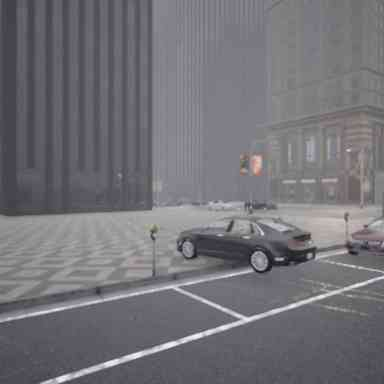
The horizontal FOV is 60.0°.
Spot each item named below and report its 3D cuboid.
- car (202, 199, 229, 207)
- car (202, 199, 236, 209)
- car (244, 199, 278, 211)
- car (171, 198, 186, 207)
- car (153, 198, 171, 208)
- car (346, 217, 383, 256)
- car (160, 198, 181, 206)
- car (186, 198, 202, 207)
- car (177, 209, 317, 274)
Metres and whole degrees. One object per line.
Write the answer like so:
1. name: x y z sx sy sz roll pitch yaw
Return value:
1. car: 4.223 1.963 61.143 2.033 1.411 5.357 0 -1 -35
2. car: 3.853 1.793 44.629 1.812 1.442 4.674 0 -1 -35
3. car: 8.894 1.699 43.141 1.882 1.535 5.008 0 -1 -35
4. car: -3.493 2.020 60.744 1.994 1.385 4.181 0 -1 -35
5. car: -6.355 1.984 59.166 2.128 1.511 4.902 0 -1 -35
6. car: 7.212 1.537 11.803 4.206 1.307 1.802 0 0 -36
7. car: -4.432 2.024 67.685 1.837 1.490 4.892 0 -1 -35
8. car: 1.545 2.016 59.348 1.895 1.301 4.718 0 -1 -35
9. car: 1.381 1.366 9.771 2.008 1.369 4.403 -1 0 -45
